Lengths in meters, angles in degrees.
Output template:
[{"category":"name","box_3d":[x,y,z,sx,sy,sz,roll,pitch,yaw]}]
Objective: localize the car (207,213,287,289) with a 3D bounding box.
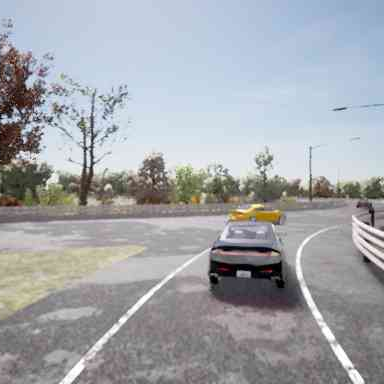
[{"category":"car","box_3d":[1.680,1.593,9.595,2.128,1.511,4.902,0,-1,13]}]

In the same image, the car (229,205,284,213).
[{"category":"car","box_3d":[5.126,1.750,25.767,5.008,1.535,1.882,1,0,-33]}]

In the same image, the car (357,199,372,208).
[{"category":"car","box_3d":[31.624,2.022,60.952,2.097,1.767,4.553,0,-1,35]}]
